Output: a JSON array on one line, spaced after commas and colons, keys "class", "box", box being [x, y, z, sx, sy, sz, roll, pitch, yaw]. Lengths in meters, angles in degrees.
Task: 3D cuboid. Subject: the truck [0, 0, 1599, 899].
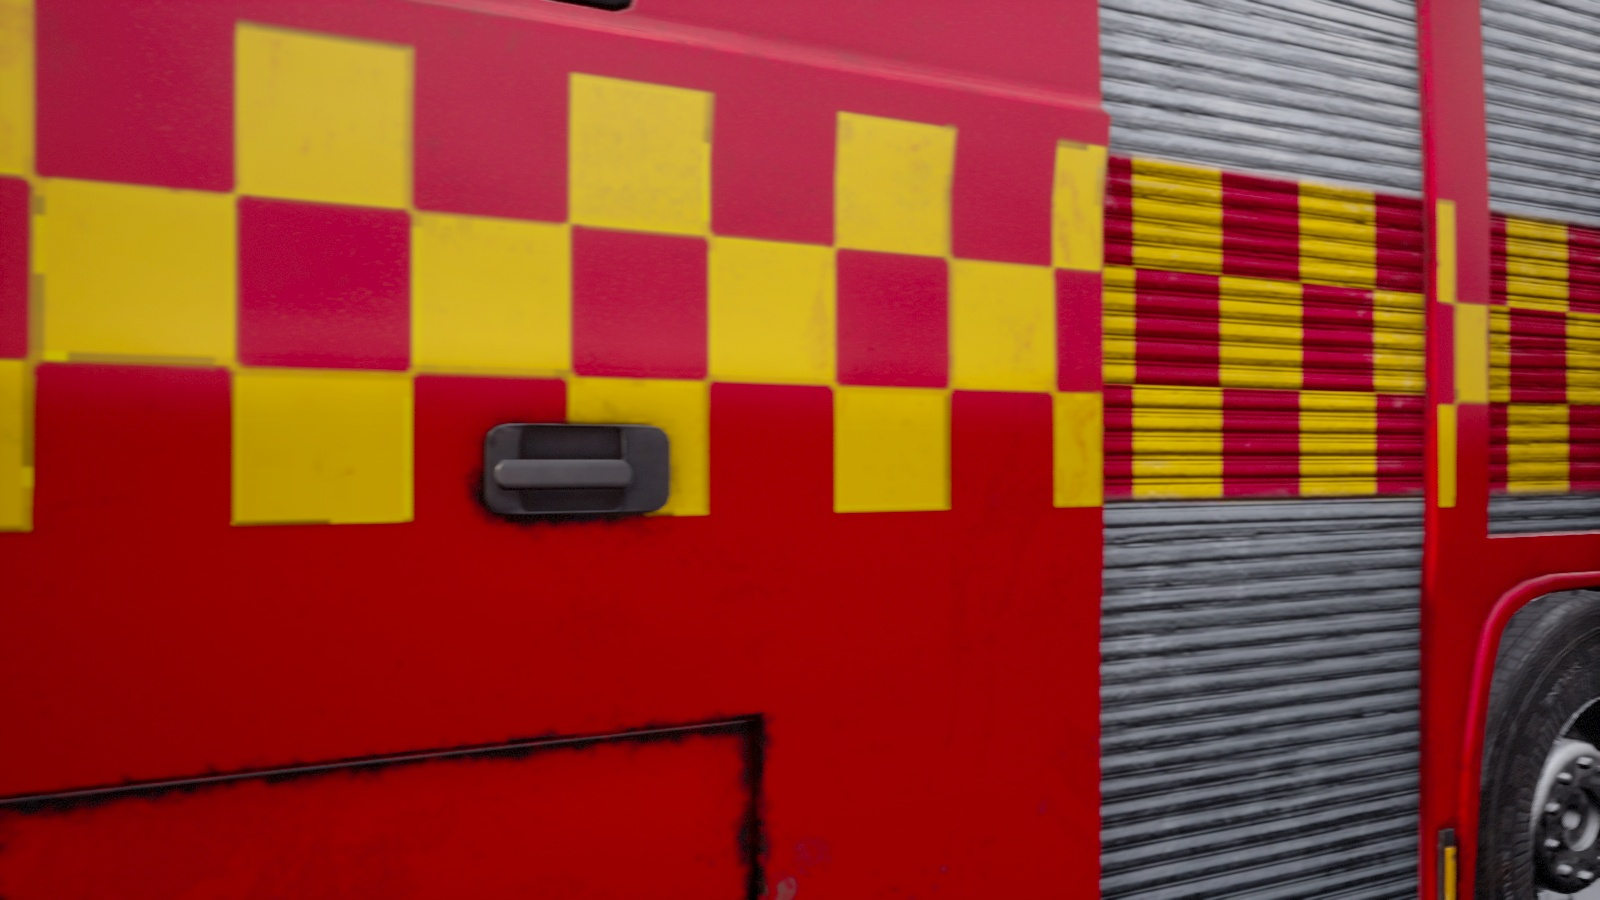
[{"class": "truck", "box": [-1.149, -0.419, 2.961, 8.468, 3.827, 2.891, 0, 0, -28]}]
